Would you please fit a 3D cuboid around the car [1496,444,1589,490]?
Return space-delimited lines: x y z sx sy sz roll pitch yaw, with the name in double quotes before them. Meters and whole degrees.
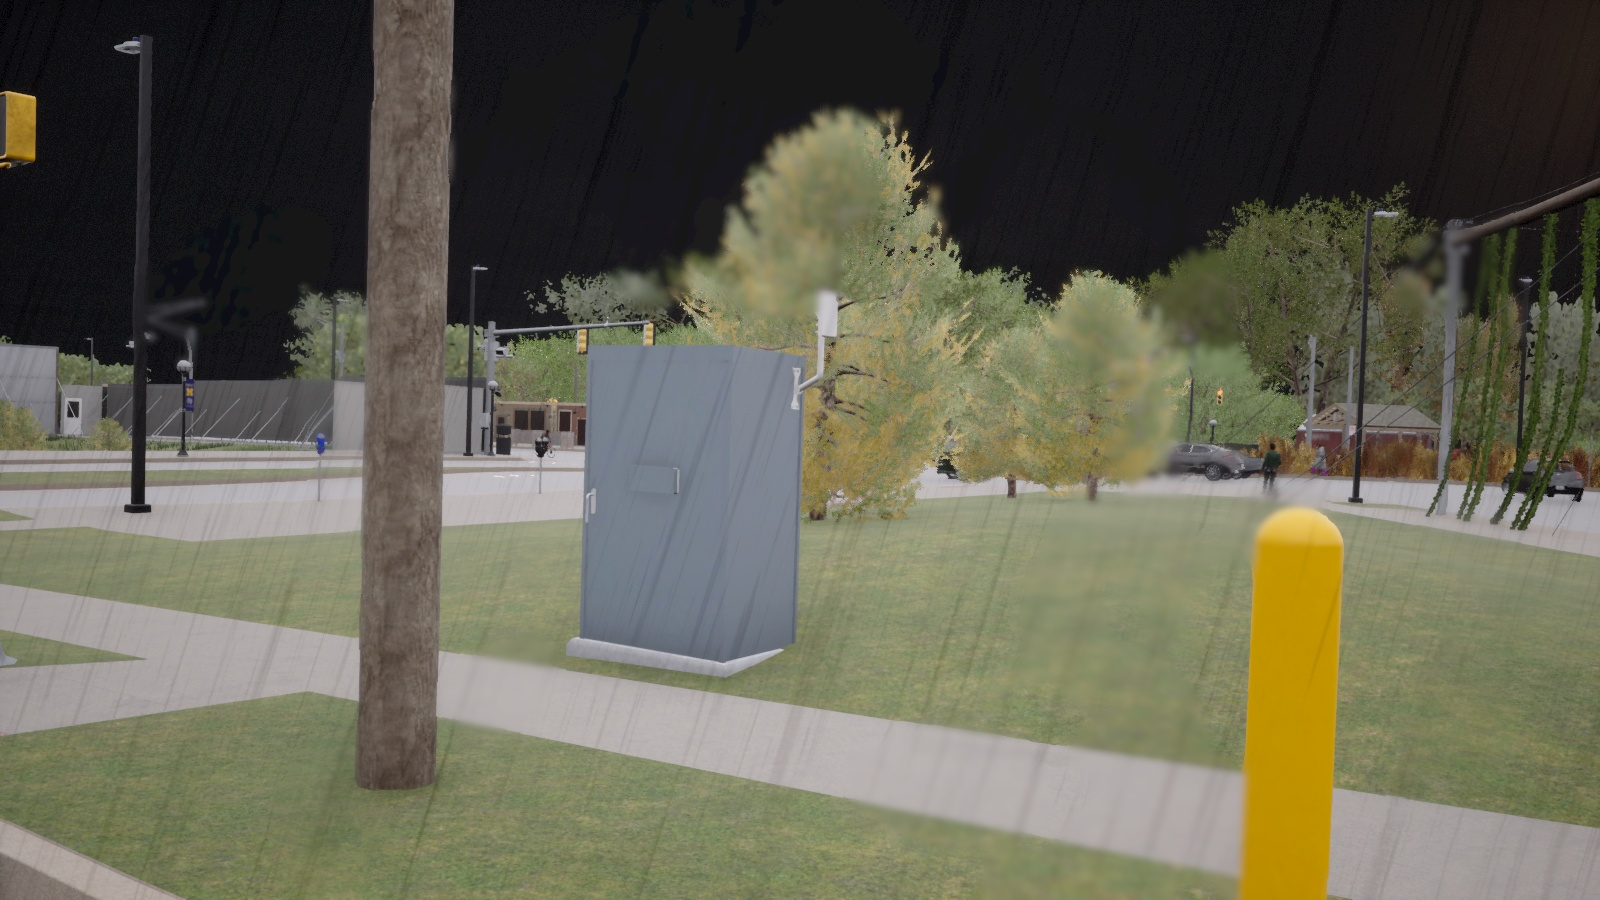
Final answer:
"car" 27.424 0.587 46.488 1.845 1.501 3.633 1 2 11

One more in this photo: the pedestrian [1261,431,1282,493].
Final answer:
"pedestrian" 15.122 0.363 40.268 0.423 1.949 0.788 1 2 9

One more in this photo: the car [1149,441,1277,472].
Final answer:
"car" 19.501 0.293 59.383 5.357 1.411 2.033 0 1 34

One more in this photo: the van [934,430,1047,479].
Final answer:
"van" 8.211 0.182 54.292 4.442 1.987 1.775 -1 0 -8

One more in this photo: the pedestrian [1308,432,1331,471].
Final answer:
"pedestrian" 26.060 0.060 63.038 0.873 1.952 0.659 2 2 36

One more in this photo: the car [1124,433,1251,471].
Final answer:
"car" 17.393 0.084 56.400 5.027 1.651 2.152 0 1 34
